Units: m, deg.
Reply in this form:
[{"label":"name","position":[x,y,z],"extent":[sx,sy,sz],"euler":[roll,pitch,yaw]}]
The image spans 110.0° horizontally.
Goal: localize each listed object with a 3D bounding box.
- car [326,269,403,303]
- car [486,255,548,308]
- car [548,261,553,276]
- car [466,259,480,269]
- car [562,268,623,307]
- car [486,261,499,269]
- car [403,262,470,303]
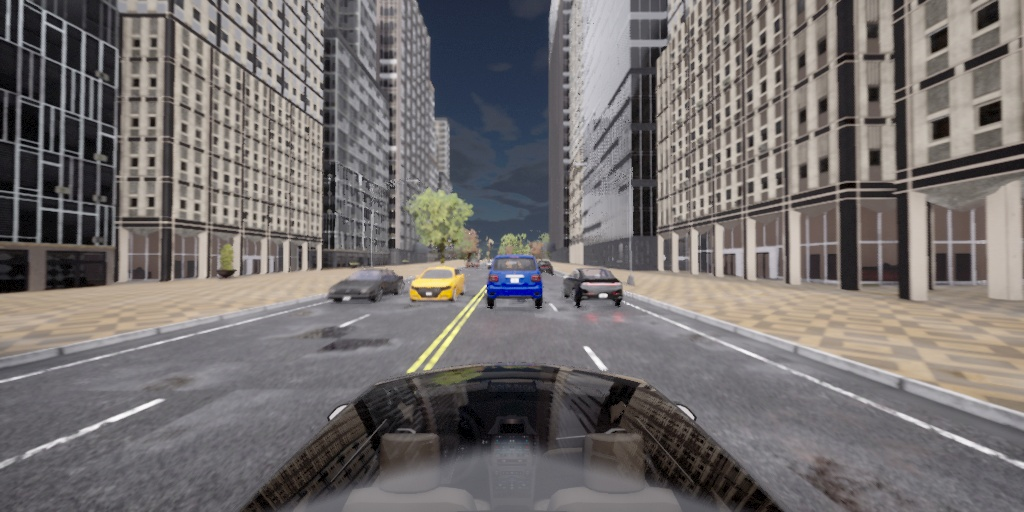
[{"label":"car","position":[-6.598,1.315,16.976],"extent":[2.033,1.411,5.357],"euler":[0,0,0]},{"label":"car","position":[0.102,0.985,15.456],"extent":[2.150,2.045,5.566],"euler":[0,0,0]},{"label":"car","position":[3.354,1.298,38.901],"extent":[1.837,1.490,4.892],"euler":[0,0,0]},{"label":"car","position":[-6.493,1.226,60.094],"extent":[2.097,1.767,4.553],"euler":[0,0,0]},{"label":"car","position":[3.350,1.257,15.565],"extent":[2.128,1.511,4.902],"euler":[0,0,0]},{"label":"car","position":[-3.243,1.474,60.033],"extent":[1.895,1.301,4.718],"euler":[0,0,0]},{"label":"car","position":[-3.346,1.246,16.931],"extent":[1.882,1.535,5.008],"euler":[0,0,0]}]
